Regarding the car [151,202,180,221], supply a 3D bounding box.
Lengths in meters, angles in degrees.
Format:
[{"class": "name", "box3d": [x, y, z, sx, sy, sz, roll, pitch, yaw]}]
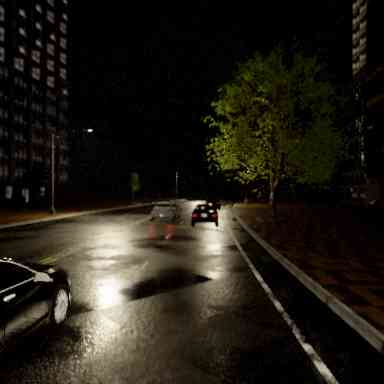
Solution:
[{"class": "car", "box3d": [-2.059, 1.506, 26.578, 1.812, 1.442, 4.674, 0, 0, 4]}]

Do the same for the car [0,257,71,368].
[{"class": "car", "box3d": [-3.084, 1.500, 4.022, 1.837, 1.490, 4.892, 0, 0, 1]}]

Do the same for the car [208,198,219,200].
[{"class": "car", "box3d": [2.663, 1.505, 41.588, 1.812, 1.442, 4.674, 0, 0, 7]}]

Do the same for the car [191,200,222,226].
[{"class": "car", "box3d": [0.946, 1.531, 23.345, 2.033, 1.411, 5.357, 0, 0, 3]}]
